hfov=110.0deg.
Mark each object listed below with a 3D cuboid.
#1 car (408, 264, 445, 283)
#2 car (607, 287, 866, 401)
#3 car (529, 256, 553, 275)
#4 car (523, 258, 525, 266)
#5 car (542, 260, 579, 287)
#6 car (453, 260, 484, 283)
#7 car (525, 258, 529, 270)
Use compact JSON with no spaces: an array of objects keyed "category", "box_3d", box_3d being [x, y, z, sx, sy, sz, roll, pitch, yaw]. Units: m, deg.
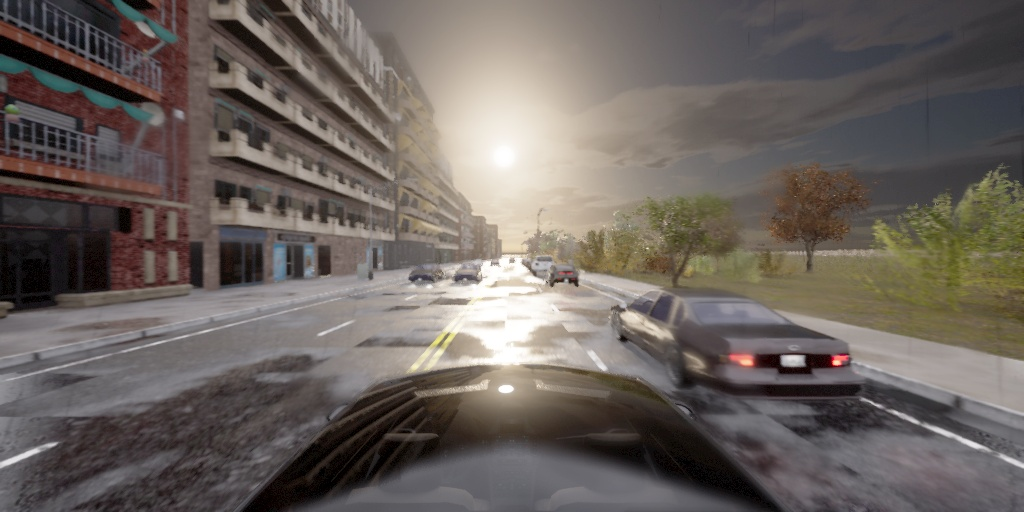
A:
[{"category":"car","box_3d":[-6.577,1.299,28.241,2.033,1.411,5.357,0,0,0]},{"category":"car","box_3d":[3.352,1.297,6.787,2.033,1.411,5.357,0,0,0]},{"category":"car","box_3d":[3.261,0.975,38.292,2.150,2.045,5.566,0,0,0]},{"category":"car","box_3d":[3.267,1.242,60.262,1.882,1.535,5.008,0,0,0]},{"category":"car","box_3d":[3.359,1.256,24.615,1.837,1.490,4.892,0,0,0]},{"category":"car","box_3d":[-3.328,1.299,28.239,2.033,1.411,5.357,0,0,0]},{"category":"car","box_3d":[3.264,1.263,49.292,2.163,1.488,4.792,0,0,0]}]
